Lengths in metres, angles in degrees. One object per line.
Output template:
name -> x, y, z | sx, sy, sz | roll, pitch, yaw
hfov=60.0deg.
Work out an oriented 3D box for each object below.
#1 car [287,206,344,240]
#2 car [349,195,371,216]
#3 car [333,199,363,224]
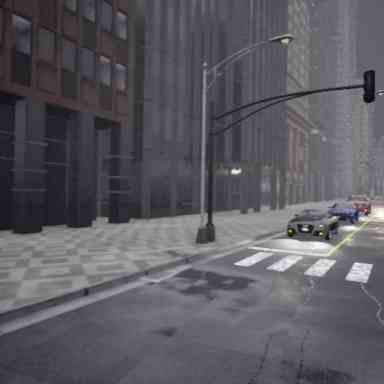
car -> 6.479, 1.621, 17.562 | 1.994, 1.385, 4.181 | 1, 0, 32
car -> 17.723, 1.360, 35.413 | 2.150, 2.045, 5.566 | 1, 0, 32
car -> 12.025, 1.575, 26.375 | 1.882, 1.535, 5.008 | 1, 0, 32
